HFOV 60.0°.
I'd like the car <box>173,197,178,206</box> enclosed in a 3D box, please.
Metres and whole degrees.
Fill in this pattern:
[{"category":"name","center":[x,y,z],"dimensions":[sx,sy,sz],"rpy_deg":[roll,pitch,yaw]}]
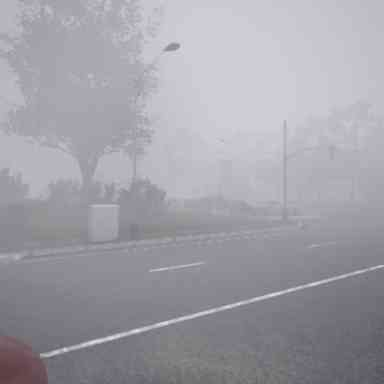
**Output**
[{"category":"car","center":[-1.953,1.551,51.278],"dimensions":[2.033,1.411,5.357],"rpy_deg":[0,0,-33]}]

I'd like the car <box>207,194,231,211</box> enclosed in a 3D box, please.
[{"category":"car","center":[3.787,1.255,42.387],"dimensions":[2.150,2.045,5.566],"rpy_deg":[0,0,-33]}]

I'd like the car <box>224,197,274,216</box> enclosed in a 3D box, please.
[{"category":"car","center":[5.533,1.561,33.099],"dimensions":[1.812,1.442,4.674],"rpy_deg":[0,0,-31]}]

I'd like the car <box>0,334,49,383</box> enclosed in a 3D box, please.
[{"category":"car","center":[-3.279,1.475,1.404],"dimensions":[5.008,1.535,1.882],"rpy_deg":[0,0,-35]}]

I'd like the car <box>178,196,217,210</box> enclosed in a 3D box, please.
[{"category":"car","center":[0.574,1.533,40.913],"dimensions":[1.837,1.490,4.892],"rpy_deg":[0,0,-32]}]

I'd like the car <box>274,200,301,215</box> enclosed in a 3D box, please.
[{"category":"car","center":[8.981,1.566,34.190],"dimensions":[1.812,1.442,4.674],"rpy_deg":[0,0,-32]}]
